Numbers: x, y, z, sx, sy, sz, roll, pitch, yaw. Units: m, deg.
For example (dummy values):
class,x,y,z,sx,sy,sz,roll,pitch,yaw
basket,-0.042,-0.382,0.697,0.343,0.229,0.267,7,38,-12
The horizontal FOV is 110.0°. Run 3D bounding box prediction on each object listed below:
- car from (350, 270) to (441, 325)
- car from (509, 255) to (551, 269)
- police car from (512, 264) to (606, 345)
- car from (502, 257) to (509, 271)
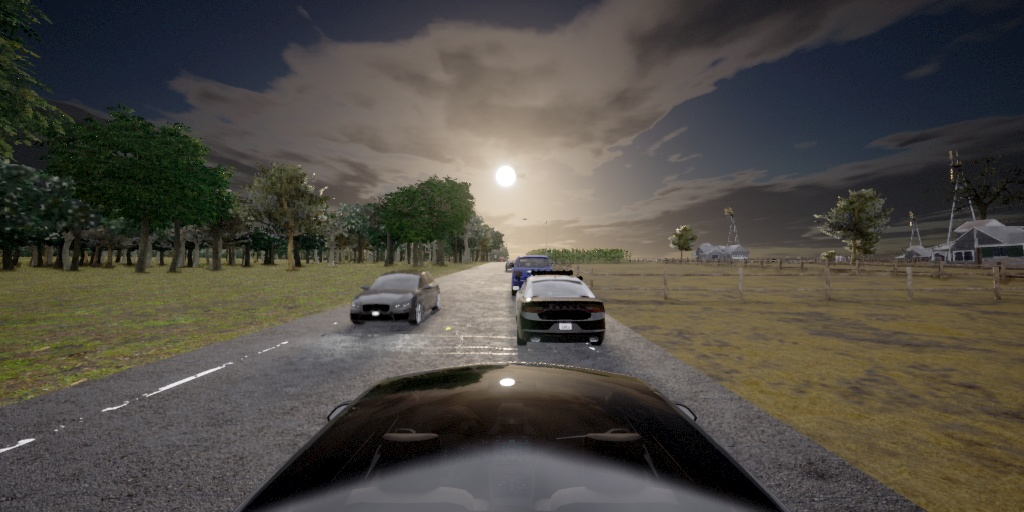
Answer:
class,x,y,z,sx,sy,sz,roll,pitch,yaw
car,-3.599,1.261,11.883,1.837,1.490,4.892,0,0,0
car,1.054,0.983,19.560,2.150,2.045,5.566,0,0,0
police car,1.051,1.181,9.628,1.930,1.638,5.238,0,0,0
car,0.048,1.253,50.136,2.128,1.511,4.902,0,0,1
